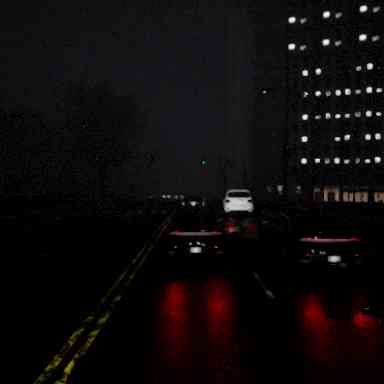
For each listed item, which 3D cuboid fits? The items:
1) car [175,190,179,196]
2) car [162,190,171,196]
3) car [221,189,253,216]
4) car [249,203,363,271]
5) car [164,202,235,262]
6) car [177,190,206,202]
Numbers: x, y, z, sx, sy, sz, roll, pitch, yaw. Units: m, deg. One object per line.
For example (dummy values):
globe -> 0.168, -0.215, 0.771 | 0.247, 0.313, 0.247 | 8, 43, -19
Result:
car -> -3.223, 0.209, 85.438 | 1.837, 1.490, 4.892 | 0, 1, 0
car -> -6.473, 0.262, 85.440 | 1.994, 1.385, 4.181 | 0, 1, 0
car -> 3.592, 0.798, 26.606 | 2.150, 2.045, 5.566 | 0, 1, 4
car -> 3.352, 1.324, 10.263 | 2.128, 1.511, 4.902 | 0, 1, 0
car -> 0.099, 1.307, 11.365 | 2.128, 1.511, 4.902 | 0, 1, 0
car -> 0.107, 0.915, 27.515 | 2.097, 1.767, 4.553 | 0, 1, 0
